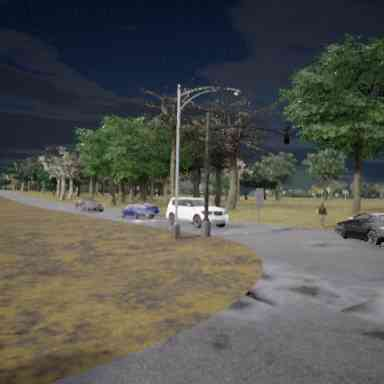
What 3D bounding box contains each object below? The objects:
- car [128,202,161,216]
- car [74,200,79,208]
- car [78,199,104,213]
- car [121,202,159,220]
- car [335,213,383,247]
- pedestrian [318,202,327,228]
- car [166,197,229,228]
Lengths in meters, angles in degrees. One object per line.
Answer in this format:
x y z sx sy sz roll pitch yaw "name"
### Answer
-5.726 1.973 39.360 1.882 1.535 5.008 2 -2 -34 "car"
-19.934 2.022 60.633 2.097 1.767 4.553 2 -2 -33 "car"
-13.096 1.994 43.780 1.994 1.385 4.181 2 -1 -33 "car"
-5.348 1.838 32.157 1.812 1.442 4.674 2 -2 -34 "car"
8.384 1.649 15.367 1.994 1.385 4.181 1 -2 -4 "car"
9.323 1.646 23.841 0.375 1.860 0.375 1 -1 -34 "pedestrian"
0.243 1.412 23.764 2.150 2.045 5.566 2 -2 -34 "car"
